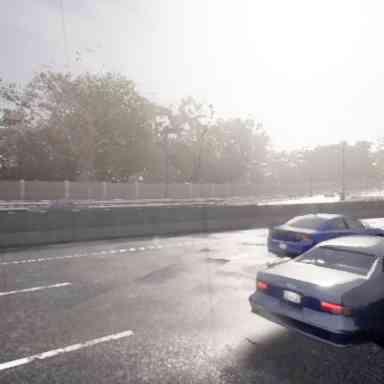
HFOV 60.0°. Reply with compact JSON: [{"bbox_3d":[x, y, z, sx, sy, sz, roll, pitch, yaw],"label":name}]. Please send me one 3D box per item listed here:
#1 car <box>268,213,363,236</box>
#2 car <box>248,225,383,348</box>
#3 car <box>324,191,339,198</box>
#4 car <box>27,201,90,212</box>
[{"bbox_3d":[4.745,1.476,11.433,5.008,1.535,1.882,0,0,-36],"label":"car"},{"bbox_3d":[3.477,1.547,6.232,5.357,1.411,2.033,0,0,-36],"label":"car"},{"bbox_3d":[34.086,0.663,82.308,2.128,1.511,4.902,0,1,32],"label":"car"},{"bbox_3d":[-11.909,1.545,29.869,5.357,1.411,2.033,0,0,-35],"label":"car"}]
